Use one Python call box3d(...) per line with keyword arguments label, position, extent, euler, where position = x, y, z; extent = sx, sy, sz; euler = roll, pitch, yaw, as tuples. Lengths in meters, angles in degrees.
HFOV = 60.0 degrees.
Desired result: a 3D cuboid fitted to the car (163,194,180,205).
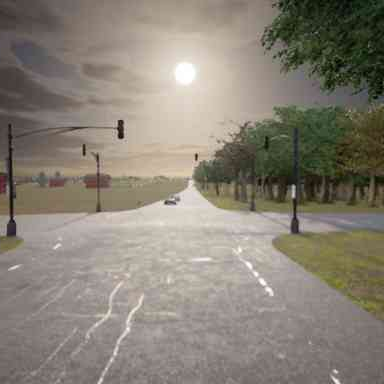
box3d(label="car", position=(-3.494, 1.341, 53.700), extent=(2.033, 1.411, 5.357), euler=(0, 0, 1))
